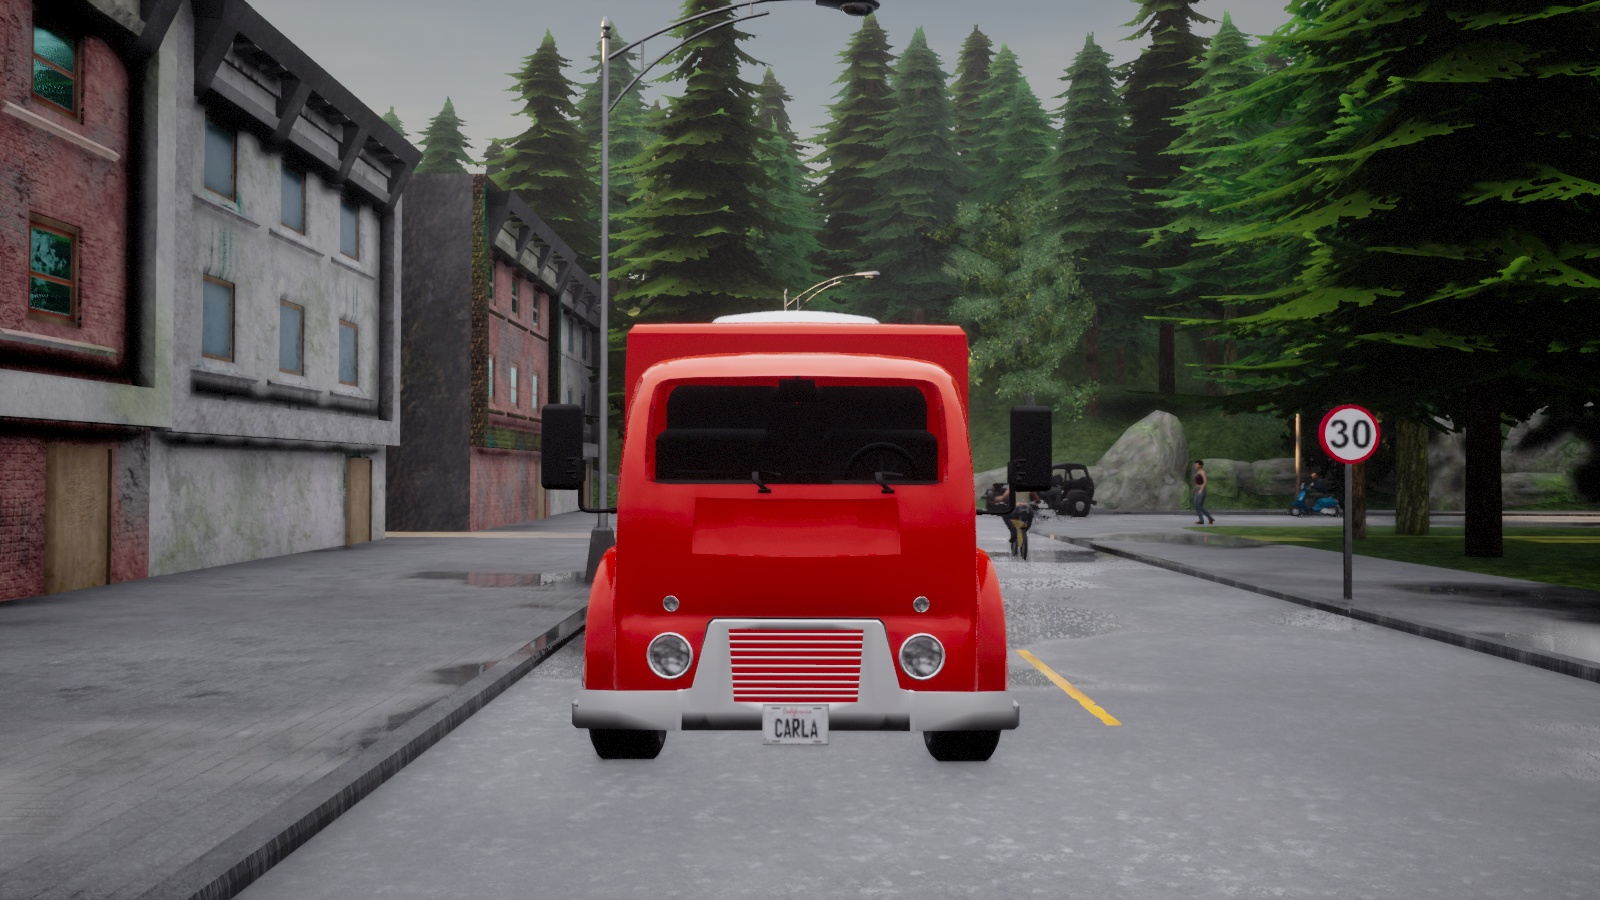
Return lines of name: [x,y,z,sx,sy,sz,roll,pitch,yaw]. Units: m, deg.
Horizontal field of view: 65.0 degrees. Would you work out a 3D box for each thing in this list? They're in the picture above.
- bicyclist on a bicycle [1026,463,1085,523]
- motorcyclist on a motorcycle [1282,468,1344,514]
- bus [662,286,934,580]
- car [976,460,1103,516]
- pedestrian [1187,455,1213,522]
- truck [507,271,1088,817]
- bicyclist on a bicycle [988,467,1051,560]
bicyclist on a bicycle: [7.866,1.303,38.682,1.843,1.776,0.659,0,1,-34]
motorcyclist on a motorcycle: [18.107,1.438,44.316,1.817,1.590,0.866,0,-1,0]
bus: [-0.123,-0.170,23.354,3.944,4.253,10.273,0,-1,-1]
car: [8.279,1.308,43.493,3.866,1.878,1.905,0,-1,-14]
pedestrian: [11.145,1.065,34.969,0.594,1.836,0.345,0,-1,-2]
truck: [-0.024,0.467,8.306,2.627,2.467,5.204,0,-1,0]
bicyclist on a bicycle: [3.942,1.115,22.644,0.866,1.612,1.509,0,-1,0]
